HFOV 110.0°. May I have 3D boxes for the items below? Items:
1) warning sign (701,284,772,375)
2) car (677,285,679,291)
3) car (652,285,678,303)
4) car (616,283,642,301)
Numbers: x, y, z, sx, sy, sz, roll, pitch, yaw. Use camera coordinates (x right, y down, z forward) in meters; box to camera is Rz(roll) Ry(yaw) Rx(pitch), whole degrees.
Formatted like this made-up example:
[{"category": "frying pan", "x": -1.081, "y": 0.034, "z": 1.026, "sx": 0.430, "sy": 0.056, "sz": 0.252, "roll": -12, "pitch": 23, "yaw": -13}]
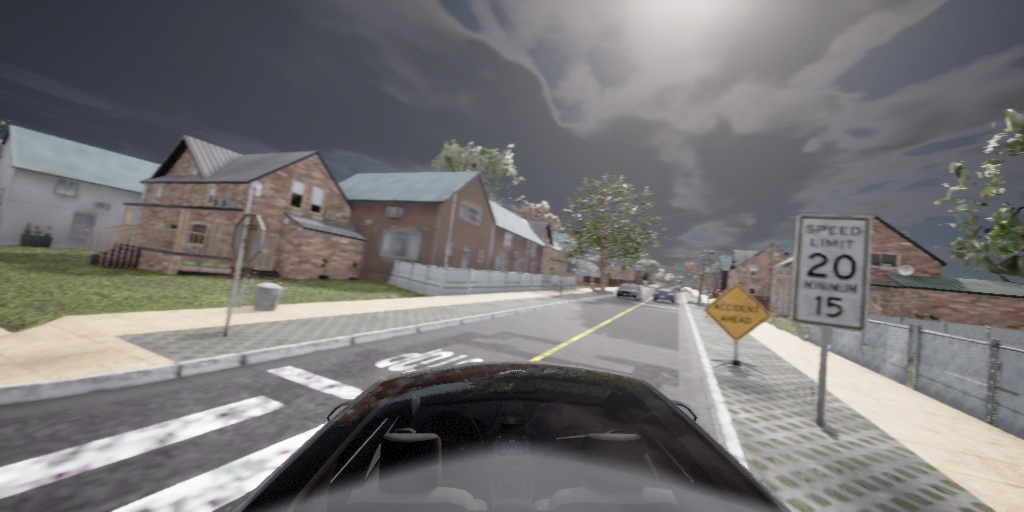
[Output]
[{"category": "warning sign", "x": 4.966, "y": 1.542, "z": 7.962, "sx": 1.300, "sy": 1.860, "sz": 1.060, "roll": 0, "pitch": 0, "yaw": 25}, {"category": "car", "x": 19.754, "y": 4.518, "z": 45.551, "sx": 1.837, "sy": 1.490, "sz": 4.892, "roll": 5, "pitch": -1, "yaw": 25}, {"category": "car", "x": 14.913, "y": 3.745, "z": 35.076, "sx": 1.812, "sy": 1.442, "sz": 4.674, "roll": 5, "pitch": -2, "yaw": 26}, {"category": "car", "x": 10.931, "y": 3.253, "z": 33.281, "sx": 1.837, "sy": 1.490, "sz": 4.892, "roll": 5, "pitch": -2, "yaw": 26}]
